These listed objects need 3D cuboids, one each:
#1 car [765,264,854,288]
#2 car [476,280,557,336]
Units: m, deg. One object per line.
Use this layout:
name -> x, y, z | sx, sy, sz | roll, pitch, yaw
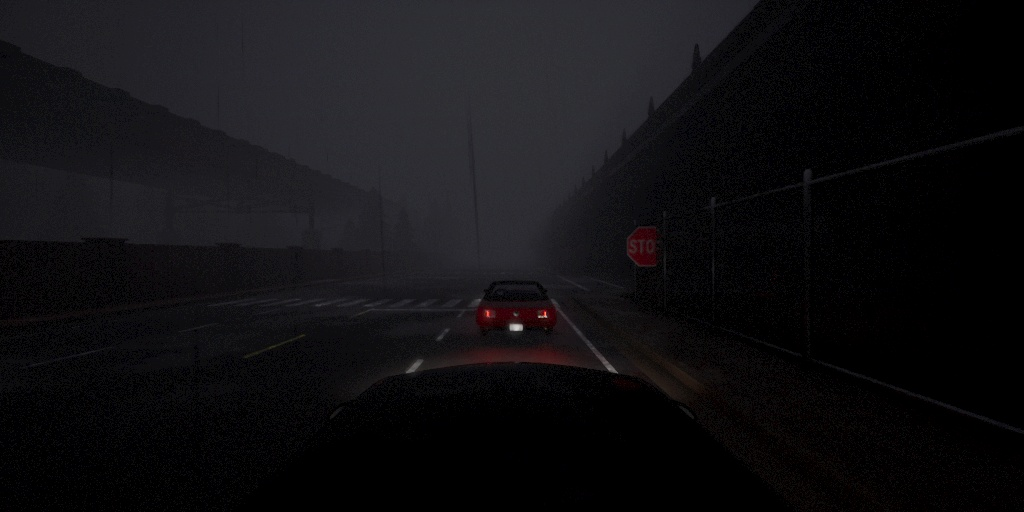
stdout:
car -> 19.097, 1.264, 23.108 | 4.892, 1.490, 1.837 | 0, 0, 1
car -> 0.104, 1.355, 10.448 | 1.895, 1.301, 4.718 | 0, 0, 0
